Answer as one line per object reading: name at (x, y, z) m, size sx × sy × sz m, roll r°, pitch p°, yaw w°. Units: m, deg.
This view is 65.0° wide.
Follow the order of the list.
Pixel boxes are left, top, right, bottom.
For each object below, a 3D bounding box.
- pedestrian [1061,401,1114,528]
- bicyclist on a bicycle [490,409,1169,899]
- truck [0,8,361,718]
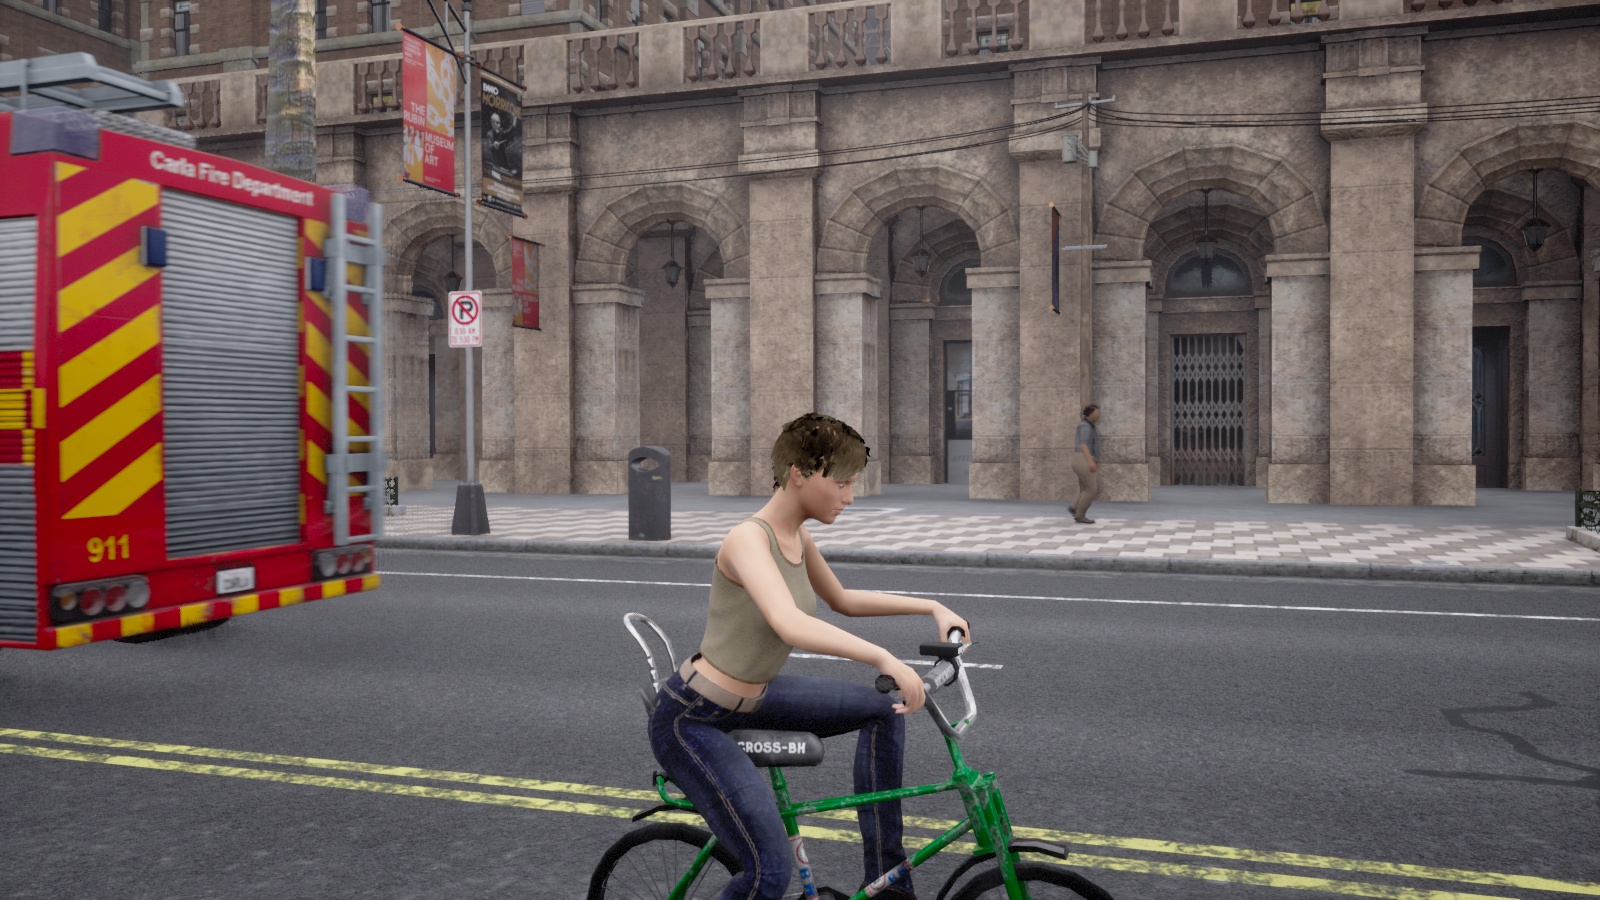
pedestrian at (4.243, 0.203, 18.514) m, size 0.694 × 1.848 × 0.540 m, roll 1°, pitch 1°, yaw 18°
bicyclist on a bicycle at (0.116, 0.713, 3.158) m, size 1.509 × 1.612 × 0.866 m, roll 1°, pitch 1°, yaw 19°
truck at (-7.802, -0.520, 9.503) m, size 8.468 × 3.827 × 2.891 m, roll 1°, pitch 1°, yaw 19°
